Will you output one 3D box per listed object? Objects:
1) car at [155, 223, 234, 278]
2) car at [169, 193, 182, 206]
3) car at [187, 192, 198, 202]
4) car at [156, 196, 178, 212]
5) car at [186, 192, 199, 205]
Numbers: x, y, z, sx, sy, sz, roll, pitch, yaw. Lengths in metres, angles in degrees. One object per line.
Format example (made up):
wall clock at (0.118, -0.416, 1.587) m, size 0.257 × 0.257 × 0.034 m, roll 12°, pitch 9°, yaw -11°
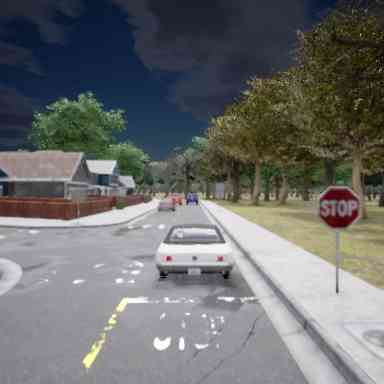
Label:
car at (0.074, 1.587, 10.064) m, size 1.895 × 1.301 × 4.718 m, roll 0°, pitch 0°, yaw 0°
car at (-2.809, 1.195, 55.187) m, size 2.150 × 2.045 × 5.566 m, roll 0°, pitch 0°, yaw 1°
car at (-0.011, 1.040, 69.840) m, size 2.150 × 2.045 × 5.566 m, roll 0°, pitch 0°, yaw -2°
car at (-2.846, 1.490, 37.792) m, size 1.812 × 1.442 × 4.674 m, roll 0°, pitch 0°, yaw 0°
car at (0.043, 1.195, 59.151) m, size 2.150 × 2.045 × 5.566 m, roll 0°, pitch 0°, yaw 0°
